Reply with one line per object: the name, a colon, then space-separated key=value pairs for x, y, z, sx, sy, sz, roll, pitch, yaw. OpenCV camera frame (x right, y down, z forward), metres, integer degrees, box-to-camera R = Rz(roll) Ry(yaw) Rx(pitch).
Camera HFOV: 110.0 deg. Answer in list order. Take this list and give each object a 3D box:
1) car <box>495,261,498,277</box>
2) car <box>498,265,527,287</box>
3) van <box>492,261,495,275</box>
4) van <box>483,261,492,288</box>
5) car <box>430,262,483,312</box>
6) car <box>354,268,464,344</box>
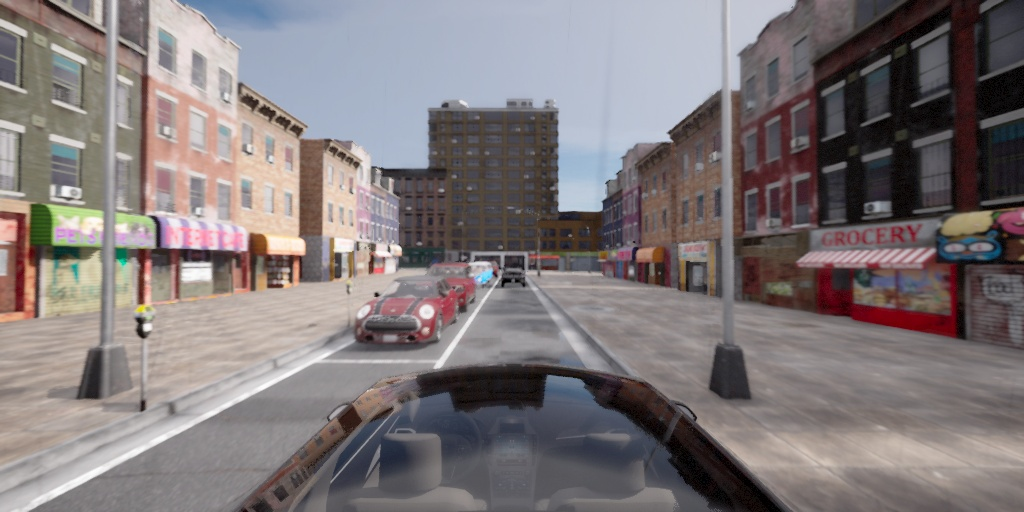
car: x=-2.634 y=1.531 z=42.426 sx=2.192 sy=1.841 sz=5.009 roll=0 pitch=0 yaw=0
car: x=0.094 y=1.560 z=28.018 sx=1.837 sy=1.490 sz=4.892 roll=0 pitch=-1 yaw=0
van: x=-2.635 y=1.437 z=31.538 sx=1.690 sy=1.789 sz=3.998 roll=0 pitch=0 yaw=0
van: x=-2.636 y=1.375 z=26.094 sx=1.690 sy=1.789 sz=3.998 roll=0 pitch=0 yaw=0
car: x=-2.637 y=1.224 z=15.206 sx=2.192 sy=1.841 sz=5.009 roll=0 pitch=0 yaw=0
car: x=-2.637 y=1.286 z=9.762 sx=1.967 sy=1.591 sz=4.097 roll=0 pitch=0 yaw=0
